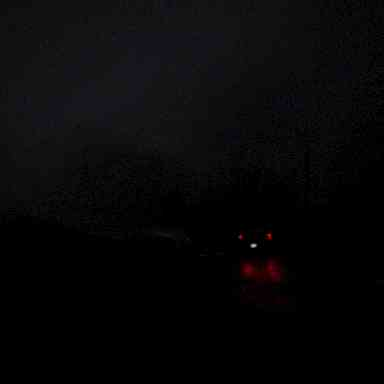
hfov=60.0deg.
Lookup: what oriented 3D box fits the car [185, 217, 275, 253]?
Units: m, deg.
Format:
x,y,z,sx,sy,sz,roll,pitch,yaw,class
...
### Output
x,y,z,sx,sy,sz,roll,pitch,yaw,class
1.396,1.736,14.496,1.895,1.301,4.718,1,-1,-25,car
